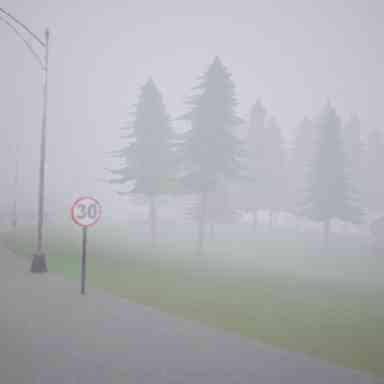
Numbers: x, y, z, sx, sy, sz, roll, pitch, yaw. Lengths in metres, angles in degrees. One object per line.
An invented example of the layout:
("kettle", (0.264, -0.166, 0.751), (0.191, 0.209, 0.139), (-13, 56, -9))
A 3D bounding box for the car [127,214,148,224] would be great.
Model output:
("car", (-11.813, 5.954, 73.505), (2.150, 2.045, 5.566), (1, -6, 41))

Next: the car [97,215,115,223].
("car", (-16.984, 5.212, 64.883), (1.994, 1.385, 4.181), (1, -5, 27))

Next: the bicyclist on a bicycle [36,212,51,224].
("bicyclist on a bicycle", (-17.157, 2.935, 38.414), (1.656, 1.620, 0.582), (2, -4, -4))
